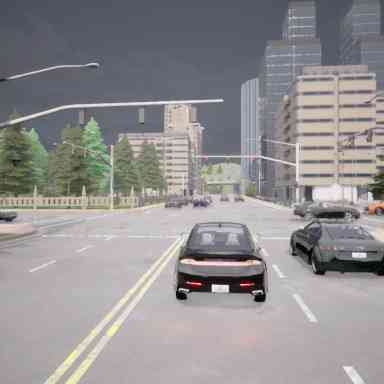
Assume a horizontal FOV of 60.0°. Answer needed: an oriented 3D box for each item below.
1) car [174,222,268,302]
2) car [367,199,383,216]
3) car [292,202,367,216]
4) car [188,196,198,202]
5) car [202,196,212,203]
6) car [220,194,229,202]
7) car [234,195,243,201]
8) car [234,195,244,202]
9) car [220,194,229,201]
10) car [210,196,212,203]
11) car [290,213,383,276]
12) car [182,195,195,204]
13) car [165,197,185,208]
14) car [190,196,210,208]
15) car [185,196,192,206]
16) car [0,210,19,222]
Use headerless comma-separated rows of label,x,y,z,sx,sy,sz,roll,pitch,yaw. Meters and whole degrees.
car,0.701,1.492,8.285,2.128,1.511,4.902,0,0,5
car,19.152,1.352,32.117,4.553,1.767,2.097,0,0,7
car,10.307,1.491,25.655,4.902,1.511,2.128,0,0,5
car,0.315,1.595,75.319,1.895,1.301,4.718,0,0,5
car,3.171,1.505,68.457,1.837,1.490,4.892,0,0,6
car,7.545,1.549,77.401,1.994,1.385,4.181,0,0,5
car,11.823,1.537,85.402,2.033,1.411,5.357,0,0,5
car,10.937,1.591,76.096,1.895,1.301,4.718,0,0,5
car,8.336,1.353,85.704,2.097,1.767,4.553,0,0,5
car,2.143,1.601,58.412,1.895,1.301,4.718,0,0,6
car,4.393,1.564,10.395,1.994,1.385,4.181,0,0,5
car,-0.674,1.478,65.380,1.882,1.535,5.008,0,0,6
car,-2.527,1.564,46.497,1.994,1.385,4.181,0,0,5
car,1.256,1.601,49.291,1.895,1.301,4.718,0,0,5
car,-1.643,1.547,55.697,2.033,1.411,5.357,0,0,6
car,-15.480,1.601,24.576,4.718,1.301,1.895,0,0,5
